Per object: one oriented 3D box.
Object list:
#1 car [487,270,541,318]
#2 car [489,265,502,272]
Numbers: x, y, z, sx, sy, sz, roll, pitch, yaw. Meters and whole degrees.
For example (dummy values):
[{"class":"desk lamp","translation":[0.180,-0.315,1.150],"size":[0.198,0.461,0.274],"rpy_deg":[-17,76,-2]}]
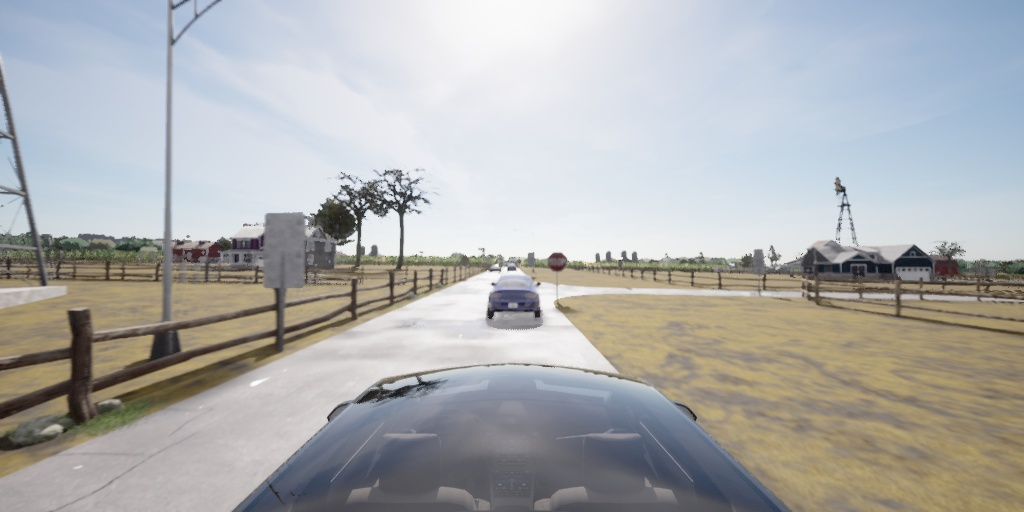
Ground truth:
[{"class":"car","translation":[0.135,1.421,13.591],"size":[1.812,1.442,4.674],"rpy_deg":[0,-1,3]},{"class":"car","translation":[-2.822,2.162,61.464],"size":[1.994,1.385,4.181],"rpy_deg":[0,-1,0]}]
